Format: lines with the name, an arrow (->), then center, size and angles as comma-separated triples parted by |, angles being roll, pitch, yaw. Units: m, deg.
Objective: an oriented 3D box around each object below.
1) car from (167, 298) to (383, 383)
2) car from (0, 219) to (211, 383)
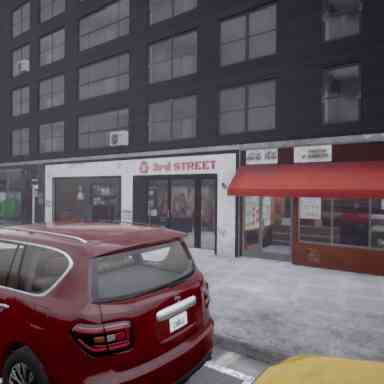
car -> 2.336, 1.525, 1.404 | 4.829, 1.417, 1.752 | 0, 1, 36
car -> -2.067, 1.314, 4.558 | 5.009, 1.841, 2.192 | 0, 1, 36
